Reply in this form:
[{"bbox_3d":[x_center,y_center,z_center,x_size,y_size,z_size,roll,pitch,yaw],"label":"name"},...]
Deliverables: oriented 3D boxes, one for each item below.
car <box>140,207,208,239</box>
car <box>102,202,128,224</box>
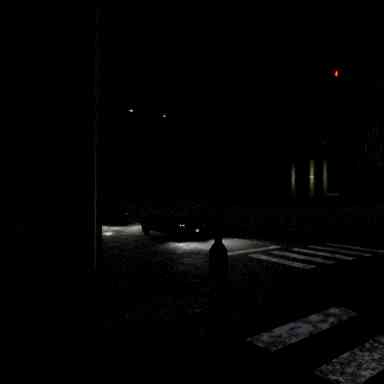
[{"bbox_3d":[-1.108,1.530,17.529,1.812,1.442,4.674,0,0,-36],"label":"car"},{"bbox_3d":[-6.488,1.484,24.990,1.882,1.535,5.008,0,0,-36],"label":"car"}]
